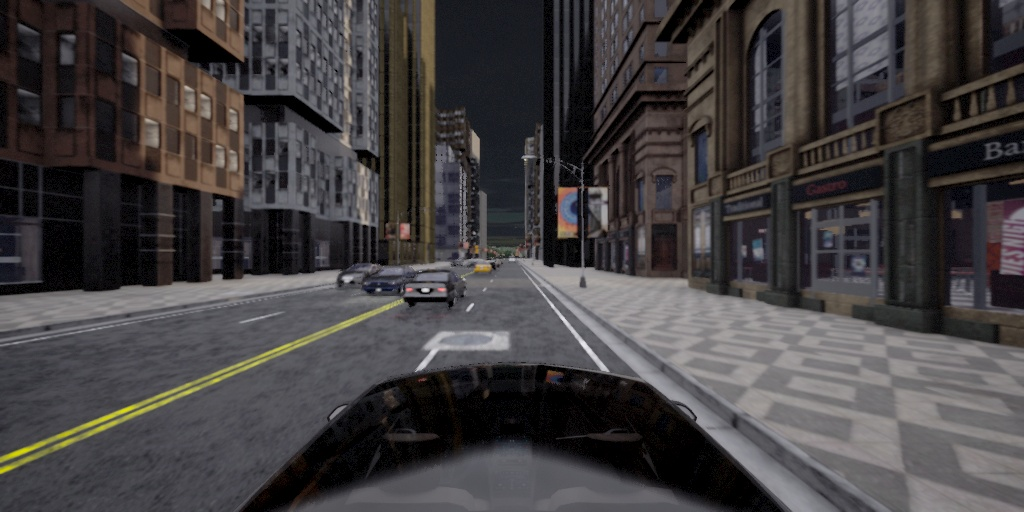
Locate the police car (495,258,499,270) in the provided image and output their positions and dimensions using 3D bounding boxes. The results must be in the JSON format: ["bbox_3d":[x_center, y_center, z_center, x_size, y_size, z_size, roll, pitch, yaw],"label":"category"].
[{"bbox_3d":[-3.255,1.195,51.872,1.930,1.638,5.238,0,0,0],"label":"police car"}]

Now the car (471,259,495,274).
[{"bbox_3d":[-3.254,1.218,40.952,1.801,1.575,5.366,0,0,0],"label":"car"}]

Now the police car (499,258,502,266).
[{"bbox_3d":[-3.256,1.283,62.763,2.038,1.542,4.974,0,0,0],"label":"police car"}]

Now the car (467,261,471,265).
[{"bbox_3d":[-6.540,1.341,61.316,1.994,1.385,4.181,0,0,1],"label":"car"}]

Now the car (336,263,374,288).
[{"bbox_3d":[-9.849,1.241,23.886,2.128,1.511,4.902,0,0,0],"label":"car"}]

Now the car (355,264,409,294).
[{"bbox_3d":[-6.601,1.296,20.421,2.033,1.411,5.357,0,0,0],"label":"car"}]

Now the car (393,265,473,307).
[{"bbox_3d":[-3.150,1.296,15.547,2.033,1.411,5.357,0,0,0],"label":"car"}]

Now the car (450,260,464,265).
[{"bbox_3d":[-9.783,1.339,64.177,1.994,1.385,4.181,0,0,1],"label":"car"}]
